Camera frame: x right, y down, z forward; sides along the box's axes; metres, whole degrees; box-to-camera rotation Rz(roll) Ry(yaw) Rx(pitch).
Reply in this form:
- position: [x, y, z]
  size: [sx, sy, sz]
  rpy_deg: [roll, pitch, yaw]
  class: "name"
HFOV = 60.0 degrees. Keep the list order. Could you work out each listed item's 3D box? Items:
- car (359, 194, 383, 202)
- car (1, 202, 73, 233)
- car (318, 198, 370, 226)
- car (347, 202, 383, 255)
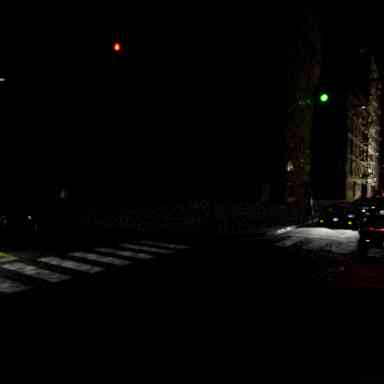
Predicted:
- position: [14.563, 1.141, 27.822]
  size: [1.812, 1.442, 4.674]
  rpy_deg: [2, 1, 34]
  class: "car"
- position: [-7.670, 1.148, 16.455]
  size: [4.313, 1.339, 1.947]
  rpy_deg: [2, 1, 34]
  class: "car"
- position: [8.865, 1.277, 19.521]
  size: [1.994, 1.385, 4.181]
  rpy_deg: [2, 1, 35]
  class: "car"
- position: [7.209, 1.341, 11.876]
  size: [2.128, 1.511, 4.902]
  rpy_deg: [2, 1, 34]
  class: "car"
